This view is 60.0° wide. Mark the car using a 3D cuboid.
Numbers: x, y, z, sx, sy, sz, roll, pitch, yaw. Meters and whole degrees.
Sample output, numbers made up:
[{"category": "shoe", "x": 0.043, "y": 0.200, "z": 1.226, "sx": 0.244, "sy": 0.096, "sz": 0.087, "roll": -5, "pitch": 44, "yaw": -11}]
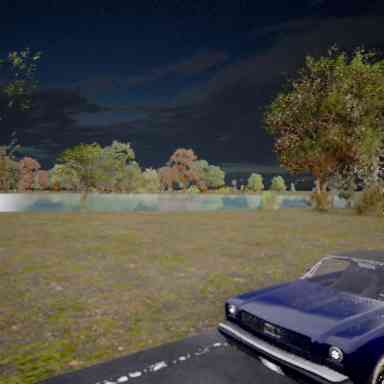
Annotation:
[{"category": "car", "x": 2.682, "y": 1.638, "z": 4.982, "sx": 4.718, "sy": 1.301, "sz": 1.895, "roll": 1, "pitch": 0, "yaw": -36}]
